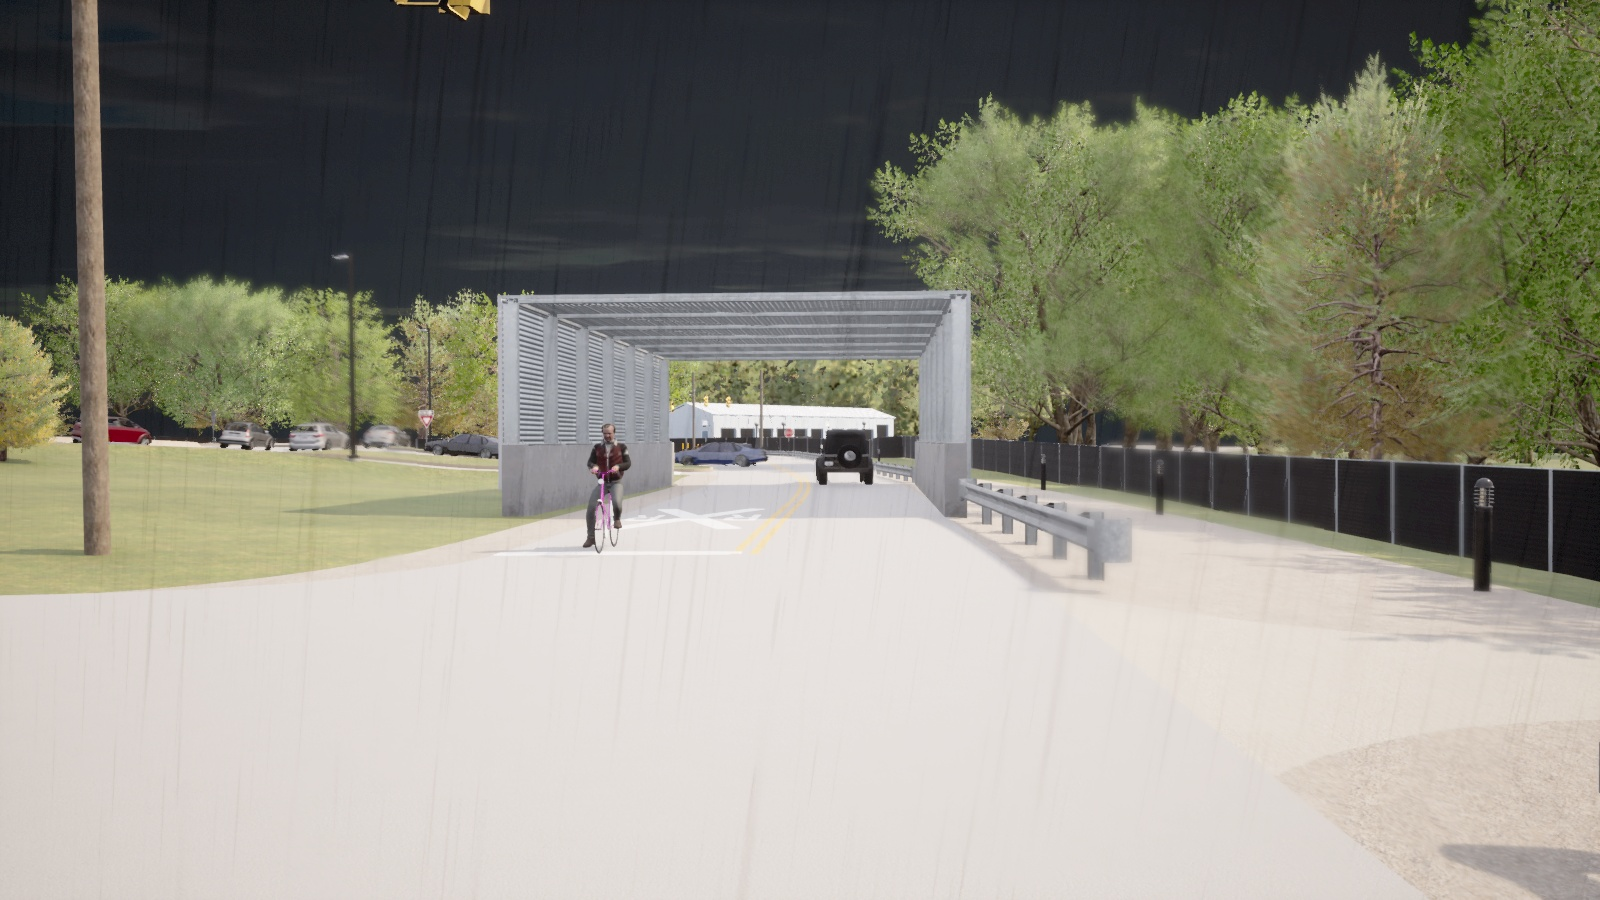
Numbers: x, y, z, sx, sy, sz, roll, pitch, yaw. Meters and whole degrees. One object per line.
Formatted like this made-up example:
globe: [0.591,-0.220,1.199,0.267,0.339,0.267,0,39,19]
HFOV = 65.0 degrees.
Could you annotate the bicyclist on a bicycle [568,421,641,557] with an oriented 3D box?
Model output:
bicyclist on a bicycle: [-2.667,0.512,17.283,0.659,1.776,1.843,0,0,2]

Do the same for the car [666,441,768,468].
car: [-4.537,0.253,69.205,5.357,1.411,2.033,0,0,3]

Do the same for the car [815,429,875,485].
car: [1.536,0.234,44.140,1.905,1.878,3.866,0,0,-1]

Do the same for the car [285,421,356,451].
car: [-27.702,-0.823,72.702,2.242,1.667,4.611,0,1,2]

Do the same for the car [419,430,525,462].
car: [-18.296,-0.230,70.037,5.357,1.411,2.033,4,1,16]

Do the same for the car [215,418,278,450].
car: [-32.391,-0.902,73.626,1.851,1.617,3.988,5,-1,-1]

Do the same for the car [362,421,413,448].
car: [-28.579,-1.035,87.172,2.152,1.651,5.027,2,-1,-3]

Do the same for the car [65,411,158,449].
car: [-34.210,-0.955,62.468,1.789,1.549,3.705,7,0,17]
